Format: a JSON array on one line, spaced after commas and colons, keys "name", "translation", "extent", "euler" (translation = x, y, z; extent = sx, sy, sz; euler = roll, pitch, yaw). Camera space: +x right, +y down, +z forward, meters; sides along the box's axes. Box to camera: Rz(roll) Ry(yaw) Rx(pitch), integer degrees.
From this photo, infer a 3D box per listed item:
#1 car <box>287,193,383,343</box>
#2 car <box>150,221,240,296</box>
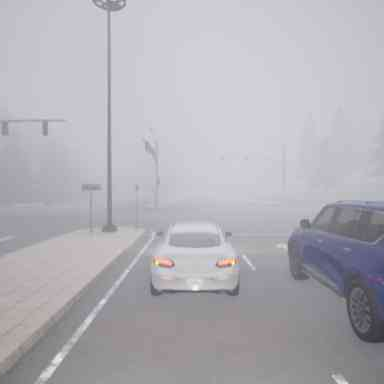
[{"name": "car", "translation": [3.553, 1.156, 6.447], "extent": [2.150, 2.045, 5.566], "euler": [0, 1, 1]}, {"name": "car", "translation": [0.062, 1.442, 8.296], "extent": [1.812, 1.442, 4.674], "euler": [0, 1, 0]}]
